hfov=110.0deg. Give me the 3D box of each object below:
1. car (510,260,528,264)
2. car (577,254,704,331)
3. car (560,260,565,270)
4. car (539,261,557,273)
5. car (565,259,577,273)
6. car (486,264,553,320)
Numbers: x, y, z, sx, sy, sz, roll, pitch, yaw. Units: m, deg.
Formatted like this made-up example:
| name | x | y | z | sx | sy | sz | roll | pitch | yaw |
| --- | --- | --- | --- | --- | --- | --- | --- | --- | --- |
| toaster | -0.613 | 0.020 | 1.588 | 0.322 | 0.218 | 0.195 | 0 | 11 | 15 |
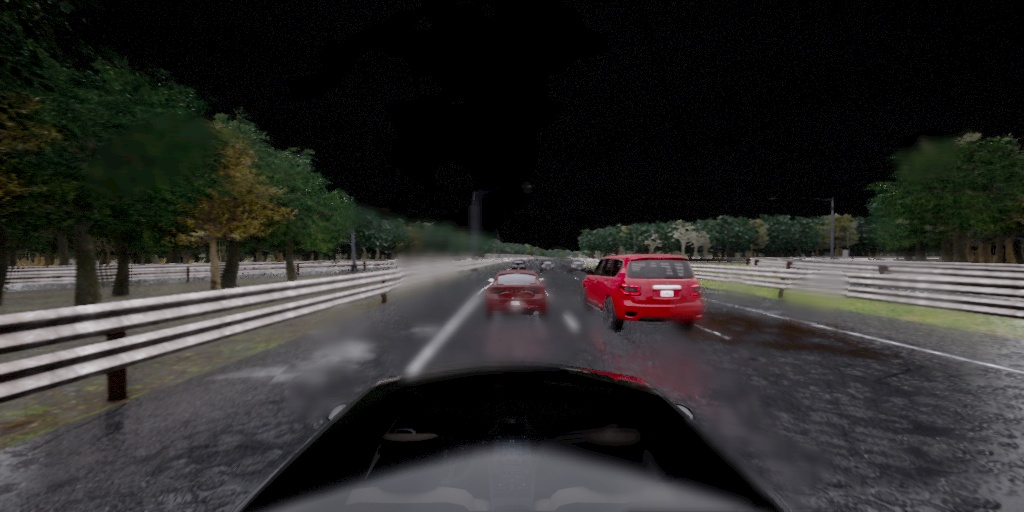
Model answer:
| name | x | y | z | sx | sy | sz | roll | pitch | yaw |
| --- | --- | --- | --- | --- | --- | --- | --- | --- | --- |
| car | 0.831 | 1.243 | 43.502 | 1.837 | 1.490 | 4.892 | 0 | 0 | 2 |
| car | 3.654 | 0.971 | 11.075 | 2.150 | 2.045 | 5.566 | 0 | 0 | 1 |
| car | 8.282 | 1.250 | 53.552 | 1.837 | 1.490 | 4.892 | 0 | 0 | 3 |
| car | 4.346 | 1.267 | 43.798 | 1.812 | 1.442 | 4.674 | 0 | 0 | 2 |
| car | 7.827 | 1.270 | 43.263 | 1.812 | 1.442 | 4.674 | 0 | 0 | 2 |
| car | 0.173 | 1.224 | 12.727 | 1.882 | 1.535 | 5.008 | 0 | 0 | 1 |
